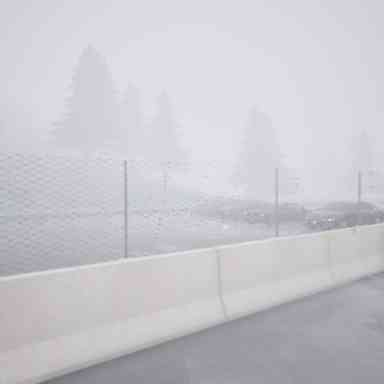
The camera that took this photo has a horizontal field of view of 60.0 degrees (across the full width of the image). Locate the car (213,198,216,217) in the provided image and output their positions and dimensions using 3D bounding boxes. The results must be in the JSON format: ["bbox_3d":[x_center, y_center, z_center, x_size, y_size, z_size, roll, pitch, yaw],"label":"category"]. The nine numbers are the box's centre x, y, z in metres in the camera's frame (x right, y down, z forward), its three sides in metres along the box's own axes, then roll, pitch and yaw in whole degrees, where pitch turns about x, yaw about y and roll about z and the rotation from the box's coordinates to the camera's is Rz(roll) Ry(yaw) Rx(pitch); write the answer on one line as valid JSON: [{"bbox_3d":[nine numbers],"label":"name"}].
[{"bbox_3d":[4.021,1.212,23.216,5.357,1.411,2.033,-1,1,-31],"label":"car"}]

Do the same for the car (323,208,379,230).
[{"bbox_3d":[8.026,1.237,17.424,4.892,1.490,1.837,0,1,-31],"label":"car"}]

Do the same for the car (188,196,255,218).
[{"bbox_3d":[2.373,1.121,26.269,4.902,1.511,2.128,0,1,-31],"label":"car"}]
